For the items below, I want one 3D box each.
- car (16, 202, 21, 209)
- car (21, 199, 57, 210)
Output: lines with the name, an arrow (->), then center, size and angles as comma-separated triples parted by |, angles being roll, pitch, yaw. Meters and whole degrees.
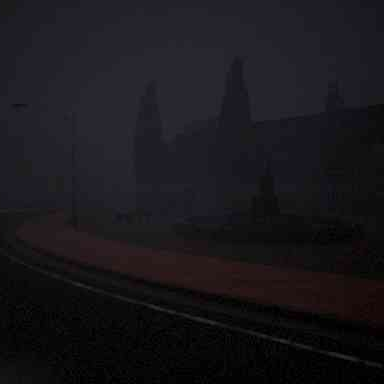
car -> -25.152, 1.816, 52.116 | 2.128, 1.511, 4.902 | 0, 0, 19
car -> -22.350, 1.776, 49.474 | 1.882, 1.535, 5.008 | -1, 0, 18
